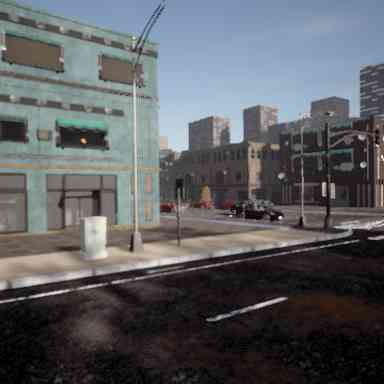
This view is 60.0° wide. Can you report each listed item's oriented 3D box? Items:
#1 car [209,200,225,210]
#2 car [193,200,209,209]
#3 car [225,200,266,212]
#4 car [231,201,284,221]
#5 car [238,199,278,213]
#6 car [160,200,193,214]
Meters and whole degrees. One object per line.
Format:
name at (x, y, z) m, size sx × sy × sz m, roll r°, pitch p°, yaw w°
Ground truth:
car at (4.649, 1.728, 44.366) m, size 1.802 × 1.307 × 4.206 m, roll -2°, pitch 0°, yaw -35°
car at (1.450, 1.790, 48.882) m, size 1.802 × 1.307 × 4.206 m, roll -2°, pitch 0°, yaw -35°
car at (5.801, 1.627, 32.740) m, size 1.837 × 1.490 × 4.892 m, roll -1°, pitch 0°, yaw -35°
car at (5.736, 1.689, 28.126) m, size 1.947 × 1.339 × 4.313 m, roll -2°, pitch 0°, yaw -35°
car at (7.848, 1.634, 39.849) m, size 2.008 × 1.369 × 4.403 m, roll -2°, pitch 0°, yaw -35°
car at (-2.191, 1.721, 39.519) m, size 1.967 × 1.590 × 4.097 m, roll -2°, pitch 0°, yaw -35°
